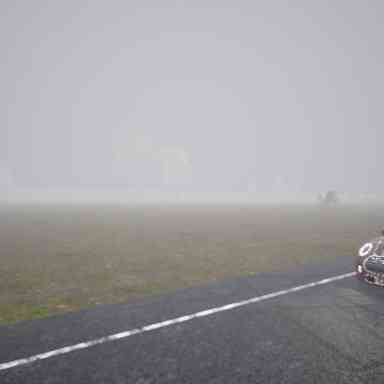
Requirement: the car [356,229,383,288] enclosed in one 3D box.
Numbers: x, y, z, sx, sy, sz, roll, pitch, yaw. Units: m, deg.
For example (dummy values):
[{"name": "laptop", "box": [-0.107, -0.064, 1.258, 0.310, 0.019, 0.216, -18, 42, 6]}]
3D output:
[{"name": "car", "box": [6.110, 1.365, 8.345, 4.553, 1.767, 2.097, 0, 0, -35]}]
